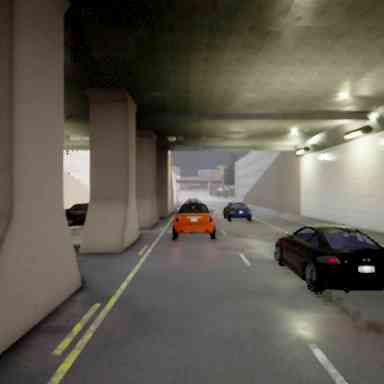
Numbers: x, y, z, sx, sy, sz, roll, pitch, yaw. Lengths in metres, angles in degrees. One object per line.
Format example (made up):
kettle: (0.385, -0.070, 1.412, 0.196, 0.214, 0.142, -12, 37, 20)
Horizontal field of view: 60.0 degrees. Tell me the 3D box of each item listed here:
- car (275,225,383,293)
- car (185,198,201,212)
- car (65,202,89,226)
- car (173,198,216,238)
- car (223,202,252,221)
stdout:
car: (3.601, 1.561, 8.870, 1.994, 1.385, 4.181, 0, 0, 0)
car: (0.104, 1.490, 39.143, 1.837, 1.490, 4.892, 0, 0, 0)
car: (-7.096, 1.469, 22.015, 1.882, 1.535, 5.008, 0, 0, 0)
car: (0.102, 1.345, 17.880, 2.097, 1.767, 4.553, 0, 0, 0)
car: (3.603, 1.538, 26.962, 2.033, 1.411, 5.357, 0, 0, 0)
